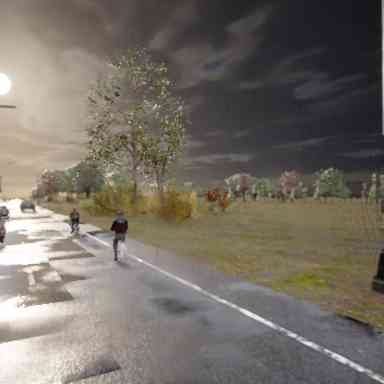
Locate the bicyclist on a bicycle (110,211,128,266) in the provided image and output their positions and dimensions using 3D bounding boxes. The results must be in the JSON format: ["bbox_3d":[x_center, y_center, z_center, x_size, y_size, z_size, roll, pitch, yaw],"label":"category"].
[{"bbox_3d":[-2.513,1.530,11.305,0.659,1.776,1.843,0,-1,-29],"label":"bicyclist on a bicycle"}]

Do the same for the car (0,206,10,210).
[{"bbox_3d":[-20.326,2.125,34.983,2.033,1.411,5.357,0,-1,-28],"label":"car"}]

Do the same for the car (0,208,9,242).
[{"bbox_3d":[-10.901,1.821,17.608,1.812,1.442,4.674,0,-1,-28],"label":"car"}]

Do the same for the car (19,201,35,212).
[{"bbox_3d":[-26.606,2.211,53.903,2.097,1.767,4.553,0,-1,-27],"label":"car"}]

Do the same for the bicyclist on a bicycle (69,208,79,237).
[{"bbox_3d":[-6.707,1.738,19.038,0.582,1.620,1.656,0,-1,-29],"label":"bicyclist on a bicycle"}]

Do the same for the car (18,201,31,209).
[{"bbox_3d":[-33.434,2.603,66.285,2.033,1.411,5.357,0,-1,-28],"label":"car"}]
